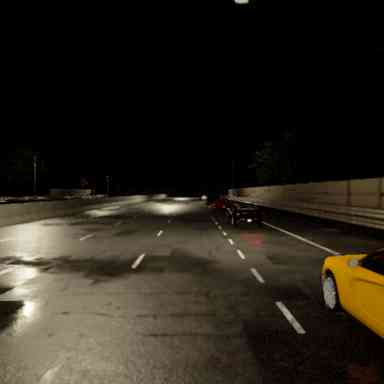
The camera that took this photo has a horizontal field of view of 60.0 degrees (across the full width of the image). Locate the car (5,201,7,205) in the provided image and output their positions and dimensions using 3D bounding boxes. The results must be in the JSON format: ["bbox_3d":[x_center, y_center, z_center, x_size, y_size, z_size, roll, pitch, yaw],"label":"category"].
[{"bbox_3d":[-17.575,1.345,27.043,2.097,1.767,4.553,0,0,0],"label":"car"}]

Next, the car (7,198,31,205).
[{"bbox_3d":[-27.994,1.595,53.618,1.895,1.301,4.718,0,0,1],"label":"car"}]

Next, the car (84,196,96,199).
[{"bbox_3d":[-20.964,1.500,68.448,2.033,1.411,5.357,0,0,0],"label":"car"}]

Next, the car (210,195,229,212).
[{"bbox_3d":[3.520,1.470,39.257,1.882,1.535,5.008,0,0,0],"label":"car"}]

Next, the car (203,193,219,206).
[{"bbox_3d":[3.528,1.215,55.805,2.150,2.045,5.566,0,0,0],"label":"car"}]

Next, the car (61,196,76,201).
[{"bbox_3d":[-24.467,1.537,65.960,1.994,1.385,4.181,0,0,0],"label":"car"}]

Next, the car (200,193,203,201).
[{"bbox_3d":[3.561,1.613,83.358,1.895,1.301,4.718,0,0,0],"label":"car"}]

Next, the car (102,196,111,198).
[{"bbox_3d":[-17.464,1.484,68.443,1.812,1.442,4.674,0,0,0],"label":"car"}]

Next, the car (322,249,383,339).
[{"bbox_3d":[3.504,1.446,4.627,1.882,1.535,5.008,0,0,0],"label":"car"}]

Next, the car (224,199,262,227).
[{"bbox_3d":[3.512,1.490,22.768,1.837,1.490,4.892,0,0,0],"label":"car"}]
